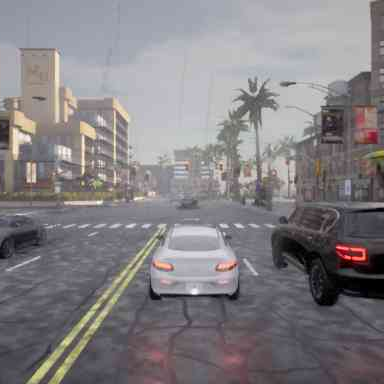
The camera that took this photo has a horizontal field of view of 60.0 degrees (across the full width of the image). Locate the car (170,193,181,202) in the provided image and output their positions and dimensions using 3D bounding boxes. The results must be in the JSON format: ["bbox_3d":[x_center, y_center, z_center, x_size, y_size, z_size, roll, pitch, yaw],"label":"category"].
[{"bbox_3d":[-3.603,1.528,71.224,1.994,1.385,4.181,0,0,0],"label":"car"}]

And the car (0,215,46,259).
[{"bbox_3d":[-7.136,1.560,12.367,1.994,1.385,4.181,0,0,0],"label":"car"}]

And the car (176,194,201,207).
[{"bbox_3d":[-0.431,1.474,50.012,2.128,1.511,4.902,0,0,10],"label":"car"}]

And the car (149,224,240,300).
[{"bbox_3d":[0.058,1.523,8.250,1.812,1.442,4.674,0,0,0],"label":"car"}]

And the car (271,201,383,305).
[{"bbox_3d":[3.556,1.219,8.194,2.150,2.045,5.566,0,0,0],"label":"car"}]

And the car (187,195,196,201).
[{"bbox_3d":[-0.116,1.526,80.055,1.994,1.385,4.181,0,0,0],"label":"car"}]

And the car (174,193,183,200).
[{"bbox_3d":[-3.637,1.194,91.771,2.150,2.045,5.566,0,0,0],"label":"car"}]
